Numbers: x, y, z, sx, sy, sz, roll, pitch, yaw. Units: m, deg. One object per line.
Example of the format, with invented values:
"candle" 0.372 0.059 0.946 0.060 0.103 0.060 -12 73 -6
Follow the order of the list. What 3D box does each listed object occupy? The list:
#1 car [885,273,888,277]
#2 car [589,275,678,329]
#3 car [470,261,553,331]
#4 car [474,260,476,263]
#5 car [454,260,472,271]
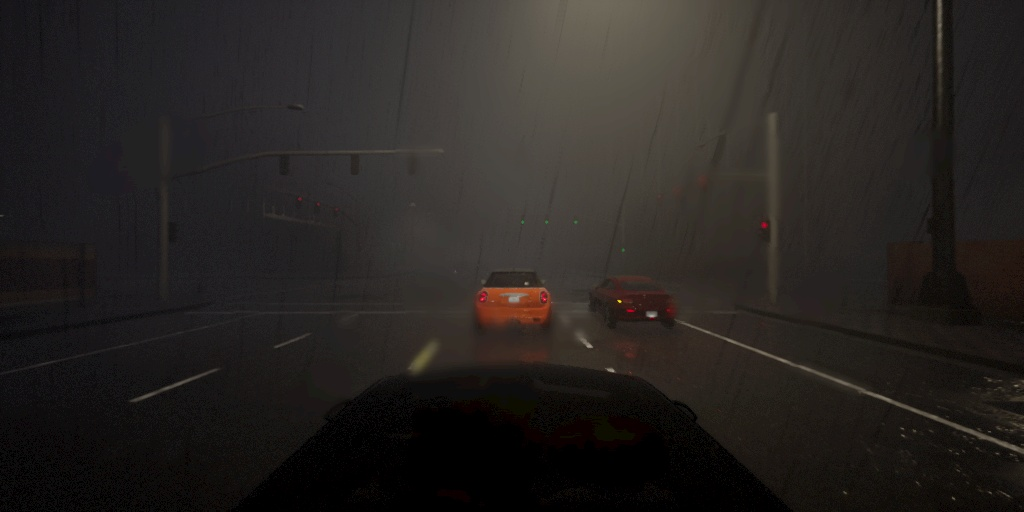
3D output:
"car" 36.482 1.454 31.686 5.357 1.411 2.033 0 0 0
"car" 3.667 1.326 11.448 1.812 1.442 4.674 0 0 3
"car" 0.036 1.153 11.381 2.097 1.767 4.553 0 0 0
"car" -4.554 1.515 57.101 1.882 1.535 5.008 0 -1 -1
"car" -8.058 1.531 57.365 2.128 1.511 4.902 0 0 -1
